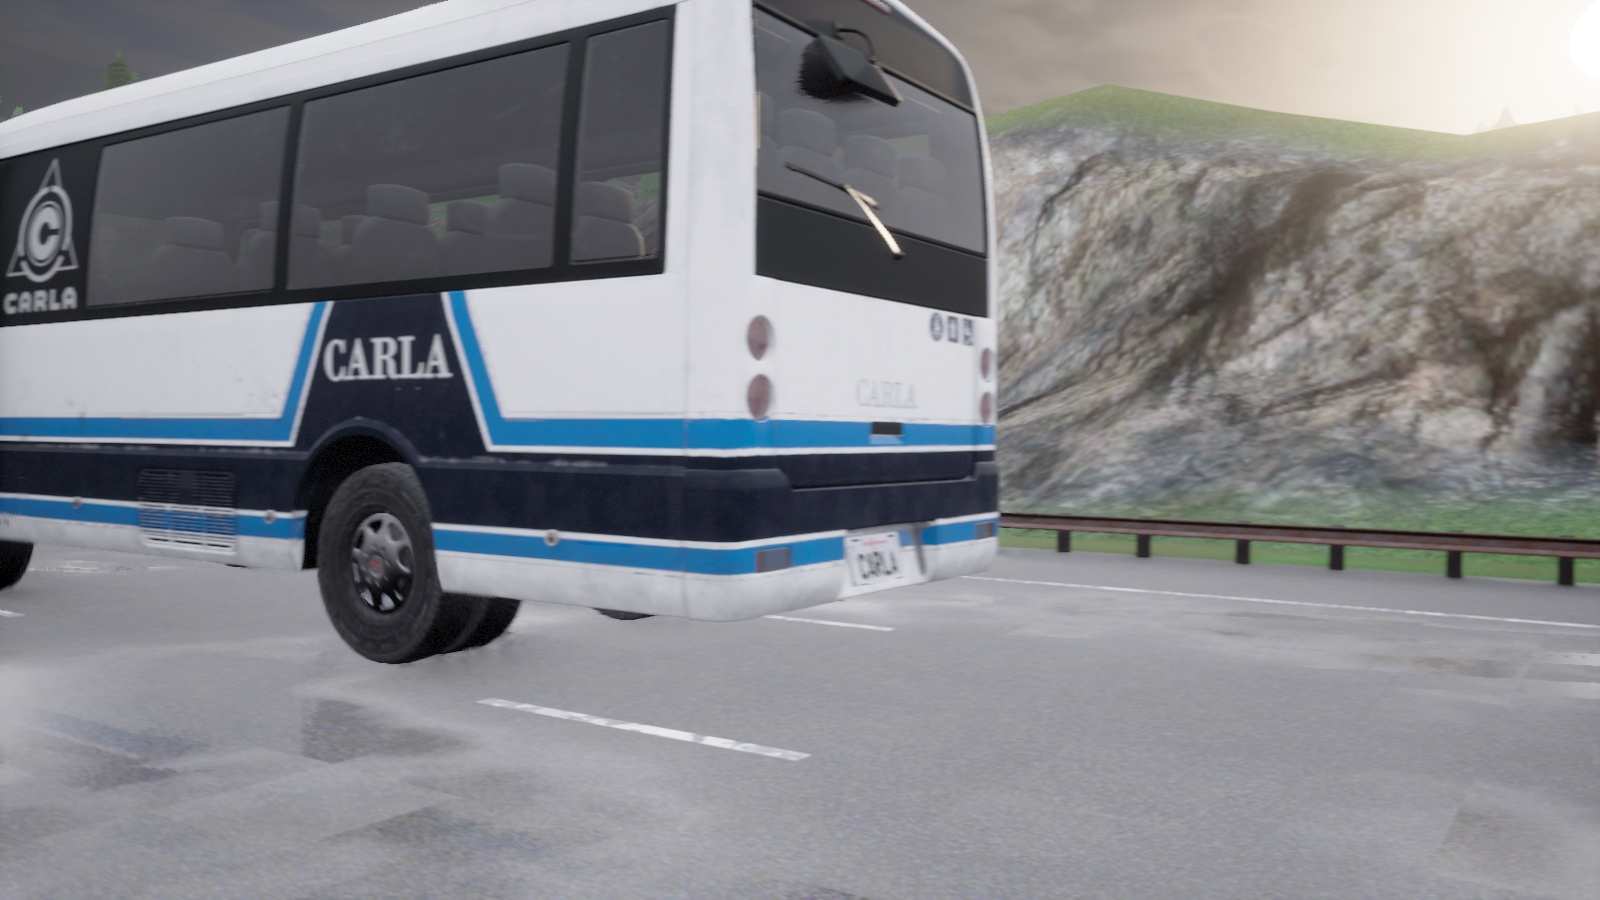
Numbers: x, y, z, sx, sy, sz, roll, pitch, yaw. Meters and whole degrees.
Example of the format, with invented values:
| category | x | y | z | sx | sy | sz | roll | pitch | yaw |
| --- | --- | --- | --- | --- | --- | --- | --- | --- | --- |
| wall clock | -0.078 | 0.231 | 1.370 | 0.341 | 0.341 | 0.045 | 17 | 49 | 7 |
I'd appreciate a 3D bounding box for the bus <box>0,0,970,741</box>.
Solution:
| category | x | y | z | sx | sy | sz | roll | pitch | yaw |
| --- | --- | --- | --- | --- | --- | --- | --- | --- | --- |
| bus | -4.123 | -0.752 | 10.537 | 10.273 | 4.253 | 3.944 | 0 | 1 | 34 |
